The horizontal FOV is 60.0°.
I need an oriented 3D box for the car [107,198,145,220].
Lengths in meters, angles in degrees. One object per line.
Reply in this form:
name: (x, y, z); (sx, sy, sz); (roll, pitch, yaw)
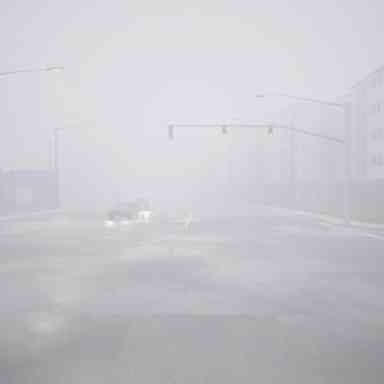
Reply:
car: (-5.698, 1.516, 28.369); (2.033, 1.411, 5.357); (0, 0, 1)

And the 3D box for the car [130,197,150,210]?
car: (-6.237, 1.422, 41.240); (2.128, 1.511, 4.902); (0, 0, -9)

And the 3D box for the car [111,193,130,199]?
car: (-12.292, 1.105, 57.856); (2.150, 2.045, 5.566); (0, 0, -32)
